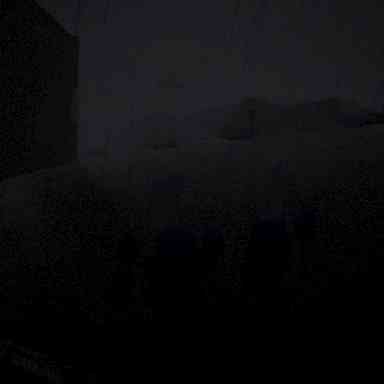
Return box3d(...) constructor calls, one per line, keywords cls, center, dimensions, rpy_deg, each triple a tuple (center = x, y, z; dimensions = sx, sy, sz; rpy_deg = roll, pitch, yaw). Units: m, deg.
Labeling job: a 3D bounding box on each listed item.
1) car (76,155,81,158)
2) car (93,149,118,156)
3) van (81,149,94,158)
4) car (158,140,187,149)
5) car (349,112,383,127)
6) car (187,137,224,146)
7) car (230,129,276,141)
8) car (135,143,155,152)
box3d(cls="car", center=(-19.819, -5.871, 59.114), dimensions=(2.002, 1.452, 4.674), rpy_deg=(0, 1, -41))
box3d(cls="car", center=(-12.569, -5.603, 50.792), dimensions=(2.231, 1.521, 4.892), rpy_deg=(0, 1, -41))
box3d(cls="van", center=(-16.108, -5.982, 54.857), dimensions=(1.878, 1.987, 4.442), rpy_deg=(0, 1, -41))
box3d(cls="car", center=(-1.706, -5.234, 38.328), dimensions=(2.185, 1.767, 4.553), rpy_deg=(0, 1, -41))
box3d(cls="car", center=(12.809, -4.411, 21.668), dimensions=(2.231, 1.521, 4.892), rpy_deg=(0, 2, -41))
box3d(cls="car", center=(2.017, -4.890, 34.054), dimensions=(2.002, 1.452, 4.674), rpy_deg=(0, 2, -41))
box3d(cls="car", center=(5.628, -4.884, 29.911), dimensions=(2.185, 1.767, 4.553), rpy_deg=(0, 2, -41))
box3d(cls="car", center=(-5.331, -5.403, 42.488), dimensions=(2.185, 1.767, 4.553), rpy_deg=(0, 1, -41))
